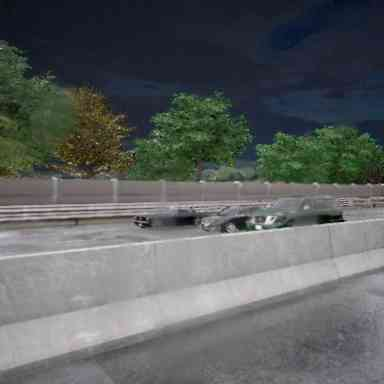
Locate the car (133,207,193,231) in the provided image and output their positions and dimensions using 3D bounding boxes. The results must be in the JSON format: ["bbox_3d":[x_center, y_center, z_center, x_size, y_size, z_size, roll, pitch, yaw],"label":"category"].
[{"bbox_3d":[-1.152,1.582,20.365,4.718,1.301,1.895,0,0,-35],"label":"car"}]

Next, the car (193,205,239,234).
[{"bbox_3d":[2.701,1.483,18.808,4.892,1.490,1.837,0,0,-35],"label":"car"}]

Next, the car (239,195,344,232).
[{"bbox_3d":[5.186,1.200,16.282,5.566,2.045,2.150,0,0,-35],"label":"car"}]
